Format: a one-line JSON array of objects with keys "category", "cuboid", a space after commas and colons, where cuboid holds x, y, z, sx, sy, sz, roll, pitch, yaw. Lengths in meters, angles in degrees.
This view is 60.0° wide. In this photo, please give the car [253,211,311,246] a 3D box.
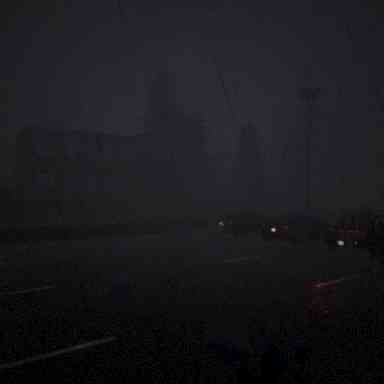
[{"category": "car", "cuboid": [5.310, 1.714, 16.314, 4.181, 1.385, 1.994, 1, 0, -37]}]

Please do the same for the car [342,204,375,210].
[{"category": "car", "cuboid": [14.839, 1.793, 29.330, 1.882, 1.535, 5.008, 0, 0, 44]}]

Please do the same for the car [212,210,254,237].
[{"category": "car", "cuboid": [3.188, 1.712, 19.091, 4.181, 1.385, 1.994, 1, 0, -37]}]

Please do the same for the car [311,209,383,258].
[{"category": "car", "cuboid": [7.296, 1.641, 13.426, 4.902, 1.511, 2.128, 1, 0, -37]}]
